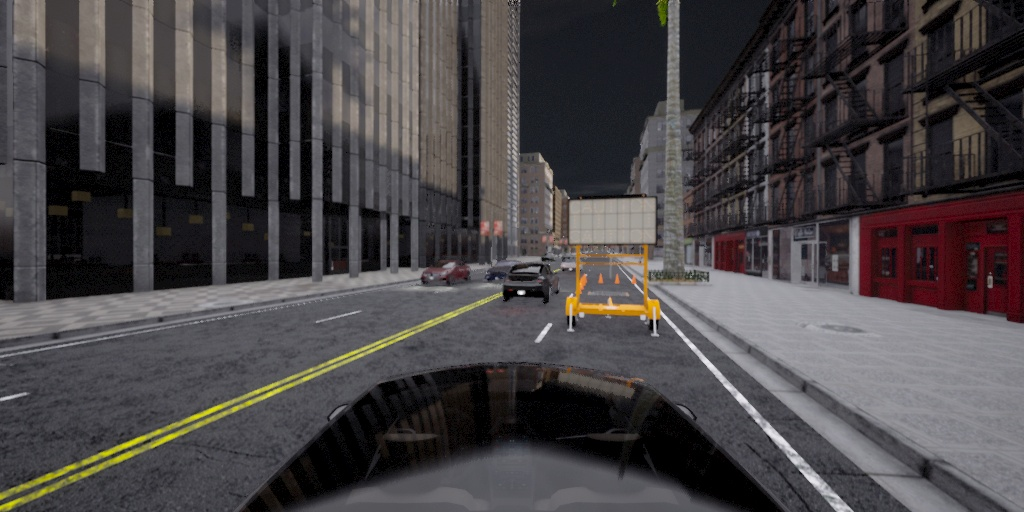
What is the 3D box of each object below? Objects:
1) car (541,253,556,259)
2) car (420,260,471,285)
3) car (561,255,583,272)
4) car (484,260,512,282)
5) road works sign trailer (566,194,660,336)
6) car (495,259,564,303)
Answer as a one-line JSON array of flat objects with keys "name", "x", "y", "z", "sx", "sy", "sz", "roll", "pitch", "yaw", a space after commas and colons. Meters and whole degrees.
[{"name": "car", "x": 6.460, "y": 0.204, "z": 63.737, "sx": 2.097, "sy": 1.767, "sz": 4.553, "roll": 0, "pitch": 1, "yaw": 15}, {"name": "car", "x": -4.081, "y": 0.982, "z": 22.961, "sx": 1.812, "sy": 1.442, "sz": 4.674, "roll": 0, "pitch": 1, "yaw": 14}, {"name": "car", "x": 5.960, "y": 0.879, "z": 35.112, "sx": 1.895, "sy": 1.301, "sz": 4.718, "roll": 0, "pitch": 1, "yaw": 14}, {"name": "car", "x": -0.264, "y": 0.977, "z": 24.757, "sx": 2.033, "sy": 1.411, "sz": 5.357, "roll": 0, "pitch": 1, "yaw": 14}, {"name": "road works sign trailer", "x": 2.797, "y": 0.096, "z": 10.162, "sx": 2.380, "sy": 3.560, "sz": 2.880, "roll": 0, "pitch": 0, "yaw": 14}, {"name": "car", "x": 0.952, "y": 1.062, "z": 15.617, "sx": 1.837, "sy": 1.490, "sz": 4.892, "roll": 0, "pitch": 1, "yaw": 14}]
